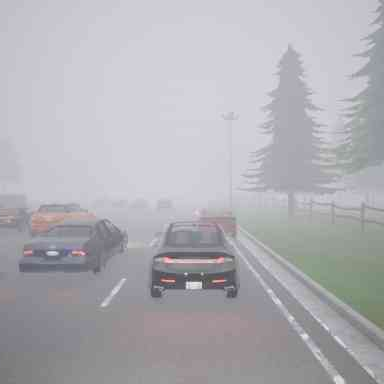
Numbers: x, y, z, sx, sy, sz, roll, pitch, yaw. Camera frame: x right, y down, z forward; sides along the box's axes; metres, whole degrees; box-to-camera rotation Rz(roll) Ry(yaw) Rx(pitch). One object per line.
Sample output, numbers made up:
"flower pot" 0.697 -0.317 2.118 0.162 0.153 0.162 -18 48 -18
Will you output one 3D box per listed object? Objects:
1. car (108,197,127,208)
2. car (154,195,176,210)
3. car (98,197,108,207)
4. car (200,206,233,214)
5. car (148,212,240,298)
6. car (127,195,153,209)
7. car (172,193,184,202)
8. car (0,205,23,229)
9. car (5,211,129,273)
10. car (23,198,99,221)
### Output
"car" -10.402 1.525 48.684 1.812 1.442 4.674 0 0 0
"car" -3.388 1.477 42.646 1.882 1.535 5.008 0 0 0
"car" -13.901 1.525 51.398 1.812 1.442 4.674 0 0 0
"car" 1.229 1.478 17.839 1.882 1.535 5.008 0 0 0
"car" 0.054 1.492 8.498 2.128 1.511 4.902 0 0 0
"car" -6.890 1.547 44.675 2.033 1.411 5.357 0 0 0
"car" -3.480 1.540 77.037 2.033 1.411 5.357 0 0 0
"car" -10.396 1.601 20.091 1.895 1.301 4.718 0 0 0
"car" -3.397 1.547 10.626 2.033 1.411 5.357 0 0 0
"car" -6.895 1.352 18.122 2.097 1.767 4.553 0 0 0
